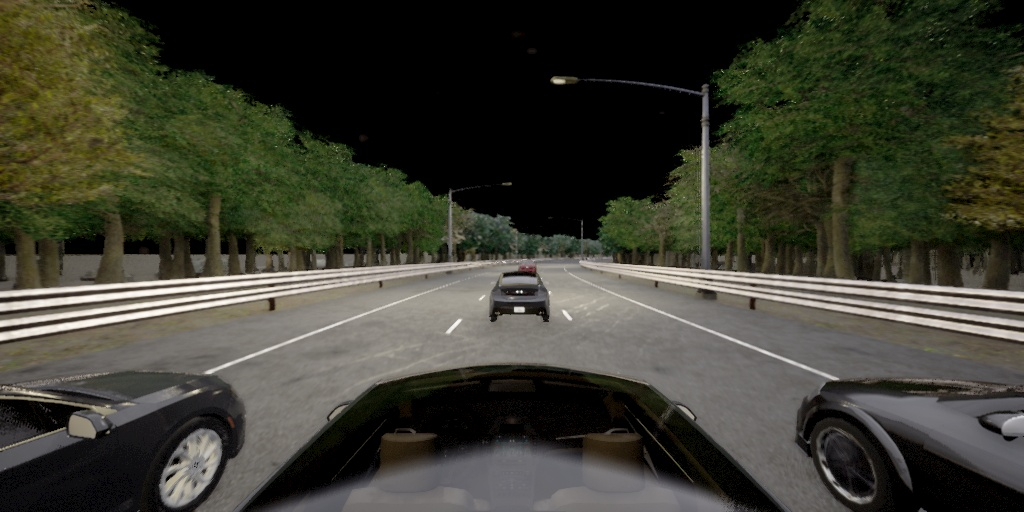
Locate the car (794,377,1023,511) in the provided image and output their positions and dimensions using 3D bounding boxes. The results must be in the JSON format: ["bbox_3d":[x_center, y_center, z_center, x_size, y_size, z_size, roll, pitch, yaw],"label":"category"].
[{"bbox_3d":[3.629,1.317,1.605,1.994,1.385,4.181,0,0,0],"label":"car"}]

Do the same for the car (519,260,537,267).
[{"bbox_3d":[1.884,1.293,42.413,2.097,1.767,4.553,0,0,5],"label":"car"}]

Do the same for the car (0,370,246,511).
[{"bbox_3d":[-3.378,1.250,1.323,1.837,1.490,4.892,0,0,0],"label":"car"}]

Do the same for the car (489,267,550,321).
[{"bbox_3d":[0.273,1.283,12.565,1.837,1.490,4.892,0,0,2],"label":"car"}]
